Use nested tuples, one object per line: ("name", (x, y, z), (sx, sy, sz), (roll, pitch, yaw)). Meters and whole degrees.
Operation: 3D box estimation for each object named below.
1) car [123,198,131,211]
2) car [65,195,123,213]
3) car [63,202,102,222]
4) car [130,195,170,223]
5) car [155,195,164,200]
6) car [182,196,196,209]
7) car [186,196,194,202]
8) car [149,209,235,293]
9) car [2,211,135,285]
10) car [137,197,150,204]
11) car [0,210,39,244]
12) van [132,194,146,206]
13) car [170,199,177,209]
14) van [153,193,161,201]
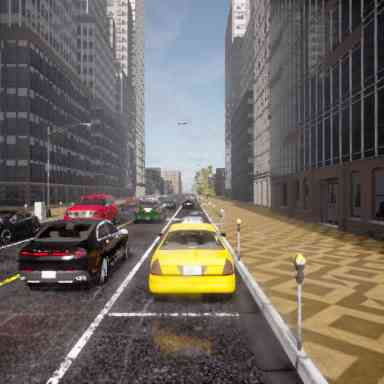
("car", (-8.833, 1.537, 38.569), (2.008, 1.369, 4.403), (0, 0, 0))
("car", (-6.245, 1.217, 21.231), (2.150, 2.045, 5.566), (0, 0, 0))
("car", (-8.833, 1.575, 27.183), (1.802, 1.307, 4.206), (0, 0, 0))
("car", (-3.146, 1.345, 25.823), (2.097, 1.767, 4.553), (0, 0, 0))
("car", (-8.833, 1.504, 89.799), (1.947, 1.339, 4.313), (0, 0, 0))
("car", (-0.452, 1.548, 44.248), (1.947, 1.339, 4.313), (0, 0, 0))
("car", (-0.452, 1.533, 78.399), (1.802, 1.307, 4.206), (0, 0, 0))
("car", (0.004, 1.456, 8.839), (1.801, 1.575, 5.366), (0, 0, 0))
("car", (-3.046, 1.504, 9.496), (1.837, 1.490, 4.892), (0, 0, 0))
("car", (-8.833, 1.550, 61.338), (1.802, 1.307, 4.206), (0, 0, 0))
("car", (-8.833, 1.563, 15.800), (1.947, 1.339, 4.313), (0, 0, 0))
("van", (-8.832, 1.315, 55.645), (1.690, 1.788, 3.998), (0, 0, 0))
("car", (-3.047, 1.547, 43.245), (1.994, 1.385, 4.181), (0, 0, 0))
("van", (-8.832, 1.285, 84.106), (1.690, 1.788, 3.998), (0, 0, 0))
